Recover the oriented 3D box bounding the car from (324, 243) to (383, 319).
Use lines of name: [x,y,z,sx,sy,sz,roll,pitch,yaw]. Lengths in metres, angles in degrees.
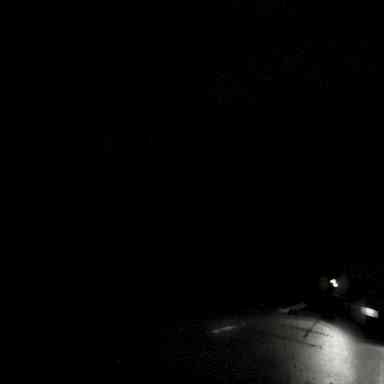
car: [5.037,1.548,6.894,5.357,1.411,2.033,0,0,-35]
